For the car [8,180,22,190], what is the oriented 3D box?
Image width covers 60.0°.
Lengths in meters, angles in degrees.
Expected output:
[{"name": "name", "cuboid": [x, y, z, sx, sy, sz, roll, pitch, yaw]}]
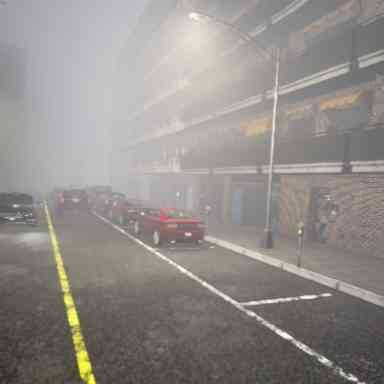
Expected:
[{"name": "car", "cuboid": [-29.750, -1.173, 55.904, 1.752, 1.417, 4.829, 3, 1, -25]}]

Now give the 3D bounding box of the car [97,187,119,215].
[{"name": "car", "cuboid": [-5.750, 0.697, 23.799, 1.967, 1.590, 4.097, 3, 1, -25]}]

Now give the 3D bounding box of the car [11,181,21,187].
[{"name": "car", "cuboid": [-25.044, -0.731, 45.682, 1.752, 1.417, 4.829, 3, 1, -25]}]

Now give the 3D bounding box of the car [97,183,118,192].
[{"name": "car", "cuboid": [-22.695, -1.200, 89.077, 5.009, 1.841, 2.192, 4, 0, -25]}]

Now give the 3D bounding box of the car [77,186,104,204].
[{"name": "car", "cuboid": [-10.456, 0.247, 34.020, 1.967, 1.590, 4.097, 3, 1, -25]}]

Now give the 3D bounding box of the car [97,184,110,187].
[{"name": "car", "cuboid": [-8.096, 0.347, 28.907, 2.192, 1.841, 5.009, 3, 1, -25]}]

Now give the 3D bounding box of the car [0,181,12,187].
[{"name": "car", "cuboid": [-18.059, -0.042, 30.507, 2.008, 1.369, 4.403, 3, 1, -25]}]

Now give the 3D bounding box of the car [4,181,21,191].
[{"name": "car", "cuboid": [-27.469, -0.934, 50.948, 2.008, 1.369, 4.403, 3, 1, -25]}]

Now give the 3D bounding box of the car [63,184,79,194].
[{"name": "car", "cuboid": [-19.873, -0.519, 54.464, 1.947, 1.339, 4.313, 3, 1, -25]}]

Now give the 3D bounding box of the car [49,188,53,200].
[{"name": "car", "cuboid": [-14.382, 0.099, 36.261, 1.994, 1.385, 4.181, 3, 1, -24]}]

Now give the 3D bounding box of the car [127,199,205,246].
[{"name": "car", "cuboid": [-1.052, 1.252, 13.581, 1.887, 1.381, 4.507, 3, 1, -25]}]

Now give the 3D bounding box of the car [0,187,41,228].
[{"name": "car", "cuboid": [-8.246, 0.745, 15.622, 1.837, 1.490, 4.892, 3, 1, -25]}]

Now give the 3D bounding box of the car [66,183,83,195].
[{"name": "car", "cuboid": [-17.513, -0.423, 49.350, 1.967, 1.590, 4.097, 3, 1, -25]}]

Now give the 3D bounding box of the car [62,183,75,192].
[{"name": "car", "cuboid": [-22.295, -0.787, 59.728, 1.752, 1.417, 4.829, 3, 1, -25]}]

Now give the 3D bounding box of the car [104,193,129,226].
[{"name": "car", "cuboid": [-3.405, 1.026, 18.691, 1.887, 1.381, 4.507, 3, 1, -25]}]

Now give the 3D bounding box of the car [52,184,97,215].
[{"name": "car", "cuboid": [-8.105, 0.486, 22.659, 2.097, 1.767, 4.553, 3, 1, -24]}]
